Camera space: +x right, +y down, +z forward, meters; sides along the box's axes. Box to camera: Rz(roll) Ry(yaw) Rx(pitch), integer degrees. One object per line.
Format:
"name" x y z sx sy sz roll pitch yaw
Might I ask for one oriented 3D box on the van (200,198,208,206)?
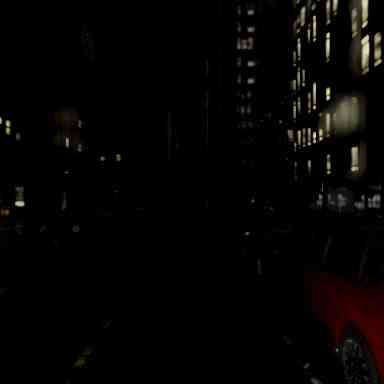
"van" 2.660 2.226 76.730 1.690 1.788 3.998 0 -1 0

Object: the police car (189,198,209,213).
"police car" 0.885 1.917 43.762 1.930 1.638 5.238 0 -1 0

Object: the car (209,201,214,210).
"car" 2.669 2.170 54.632 2.008 1.369 4.403 0 -1 0

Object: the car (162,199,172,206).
"car" -5.719 2.430 76.721 1.887 1.381 4.507 0 -1 0

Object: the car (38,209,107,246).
"car" -5.700 1.614 15.962 1.967 1.590 4.097 0 -1 0

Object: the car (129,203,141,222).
"car" -5.703 1.849 27.008 2.008 1.369 4.403 0 -1 0

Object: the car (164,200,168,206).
"car" -5.717 2.368 71.198 2.008 1.369 4.403 0 -1 0

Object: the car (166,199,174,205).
"car" -5.722 2.587 87.768 1.947 1.339 4.313 0 -1 0

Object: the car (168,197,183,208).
"car" -3.033 1.968 65.290 2.150 2.045 5.566 0 -1 0

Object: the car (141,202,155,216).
"car" -5.707 1.949 37.885 1.752 1.417 4.829 0 -1 0

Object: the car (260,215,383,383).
"car" 2.684 1.369 4.920 2.192 1.841 5.009 0 -1 0

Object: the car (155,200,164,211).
"car" -5.710 2.105 49.103 2.008 1.369 4.403 0 -1 0

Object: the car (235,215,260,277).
"car" 2.683 1.659 10.442 1.887 1.381 4.507 0 -1 0

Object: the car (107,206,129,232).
"car" -5.701 1.787 21.483 2.008 1.369 4.403 0 -1 0

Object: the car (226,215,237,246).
"car" 2.681 1.740 15.966 1.947 1.339 4.313 0 -1 0

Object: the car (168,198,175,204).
"car" -5.724 2.529 93.294 1.967 1.590 4.097 0 -1 0
